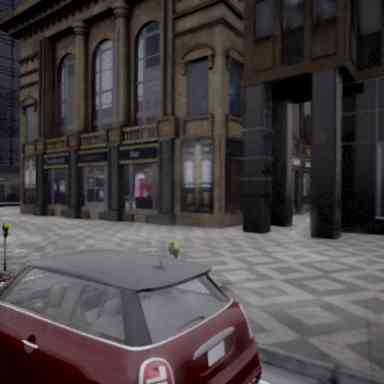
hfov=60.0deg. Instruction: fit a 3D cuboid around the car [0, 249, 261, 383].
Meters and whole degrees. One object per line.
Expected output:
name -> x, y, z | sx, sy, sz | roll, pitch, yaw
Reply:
car -> -1.366, 1.438, 4.048 | 4.097, 1.590, 1.967 | 0, 0, 36
